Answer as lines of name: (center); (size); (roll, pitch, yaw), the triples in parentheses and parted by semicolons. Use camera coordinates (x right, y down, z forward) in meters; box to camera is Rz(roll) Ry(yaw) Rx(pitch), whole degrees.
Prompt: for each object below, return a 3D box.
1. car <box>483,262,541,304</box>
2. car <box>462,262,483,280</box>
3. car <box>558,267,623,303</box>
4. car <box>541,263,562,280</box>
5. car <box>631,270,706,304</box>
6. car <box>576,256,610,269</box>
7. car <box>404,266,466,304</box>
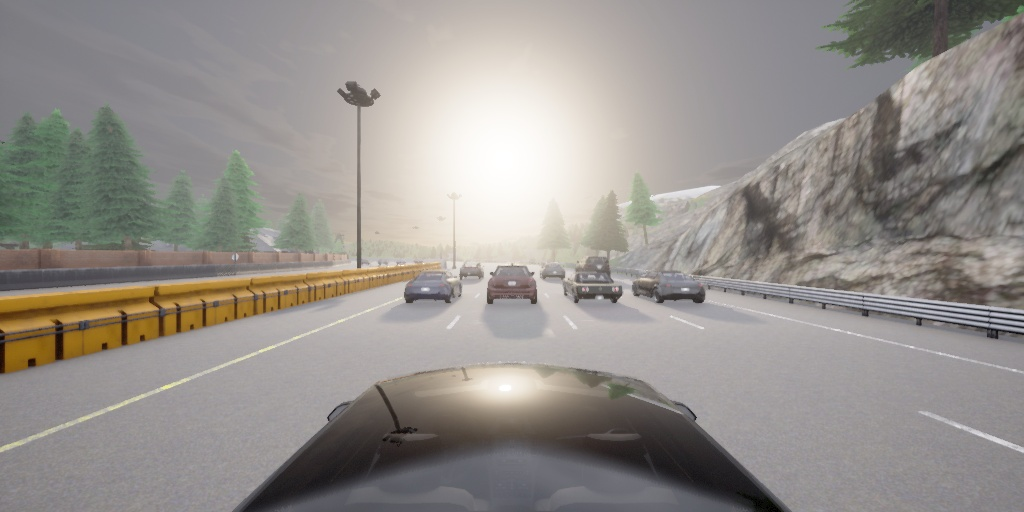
car: (0.006, 1.116, 16.459); (2.097, 1.767, 4.553); (0, 0, 0)
car: (-3.475, 1.245, 31.493); (2.128, 1.511, 4.902); (0, 0, 0)
car: (3.506, 1.366, 16.515); (1.895, 1.301, 4.718); (0, 0, 0)
car: (3.525, 1.322, 31.485); (1.994, 1.385, 4.181); (0, 0, 0)
car: (7.006, 1.322, 16.480); (1.994, 1.385, 4.181); (0, 0, 0)
car: (7.025, 1.008, 31.510); (2.150, 2.045, 5.566); (0, 0, 0)
car: (-3.494, 1.322, 16.493); (1.994, 1.385, 4.181); (0, 0, 0)
